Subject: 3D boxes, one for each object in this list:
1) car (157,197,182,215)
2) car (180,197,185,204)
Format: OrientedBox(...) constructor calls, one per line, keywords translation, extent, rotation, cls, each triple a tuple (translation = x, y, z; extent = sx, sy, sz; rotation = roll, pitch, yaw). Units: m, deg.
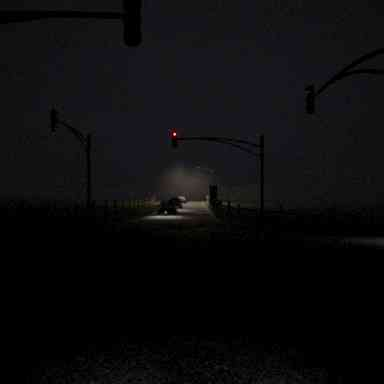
OrientedBox(translation=(-2.465, 1.553, 34.216), extent=(2.033, 1.411, 5.357), rotation=(0, 0, 0), cls="car")
OrientedBox(translation=(-2.313, 1.513, 45.086), extent=(1.837, 1.490, 4.892), rotation=(0, 0, 1), cls="car")
